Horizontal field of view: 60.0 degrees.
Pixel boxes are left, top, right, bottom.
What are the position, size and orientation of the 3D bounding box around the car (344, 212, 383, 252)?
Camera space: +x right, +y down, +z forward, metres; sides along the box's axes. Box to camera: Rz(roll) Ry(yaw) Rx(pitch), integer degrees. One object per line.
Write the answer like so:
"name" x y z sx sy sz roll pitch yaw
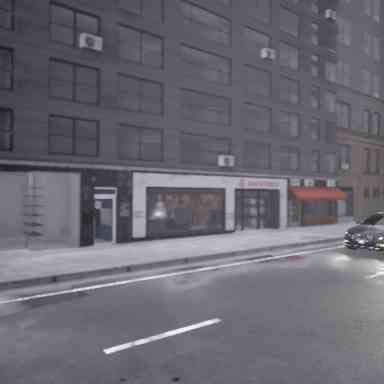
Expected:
"car" 8.098 1.575 13.447 4.892 1.490 1.837 0 0 -35
